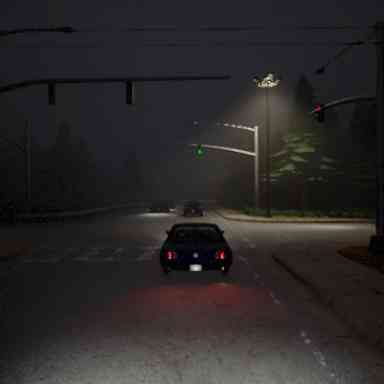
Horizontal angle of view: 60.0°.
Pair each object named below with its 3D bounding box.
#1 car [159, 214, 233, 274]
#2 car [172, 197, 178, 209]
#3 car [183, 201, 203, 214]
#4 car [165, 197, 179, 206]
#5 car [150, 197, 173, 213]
[{"bbox_3d":[0.100,1.622,10.573,1.895,1.301,4.718,0,0,0],"label":"car"},{"bbox_3d":[-3.541,1.662,47.271,1.994,1.385,4.181,0,0,1],"label":"car"},{"bbox_3d":[0.099,1.584,33.344,1.812,1.442,4.674,0,0,0],"label":"car"},{"bbox_3d":[-3.411,1.592,57.577,1.882,1.535,5.008,0,0,1],"label":"car"},{"bbox_3d":[-3.586,1.647,38.004,1.994,1.385,4.181,0,0,0],"label":"car"}]
